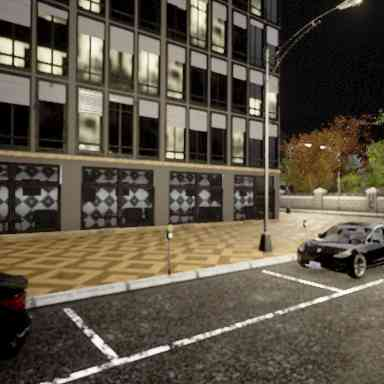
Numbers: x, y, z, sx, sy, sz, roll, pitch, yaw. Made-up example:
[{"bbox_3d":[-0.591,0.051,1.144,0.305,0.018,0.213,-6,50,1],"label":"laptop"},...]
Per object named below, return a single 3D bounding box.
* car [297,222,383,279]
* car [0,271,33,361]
[{"bbox_3d":[5.121,1.626,10.312,4.313,1.339,1.947,0,0,-36],"label":"car"},{"bbox_3d":[-4.109,1.558,3.627,4.313,1.339,1.947,1,0,-36],"label":"car"}]
